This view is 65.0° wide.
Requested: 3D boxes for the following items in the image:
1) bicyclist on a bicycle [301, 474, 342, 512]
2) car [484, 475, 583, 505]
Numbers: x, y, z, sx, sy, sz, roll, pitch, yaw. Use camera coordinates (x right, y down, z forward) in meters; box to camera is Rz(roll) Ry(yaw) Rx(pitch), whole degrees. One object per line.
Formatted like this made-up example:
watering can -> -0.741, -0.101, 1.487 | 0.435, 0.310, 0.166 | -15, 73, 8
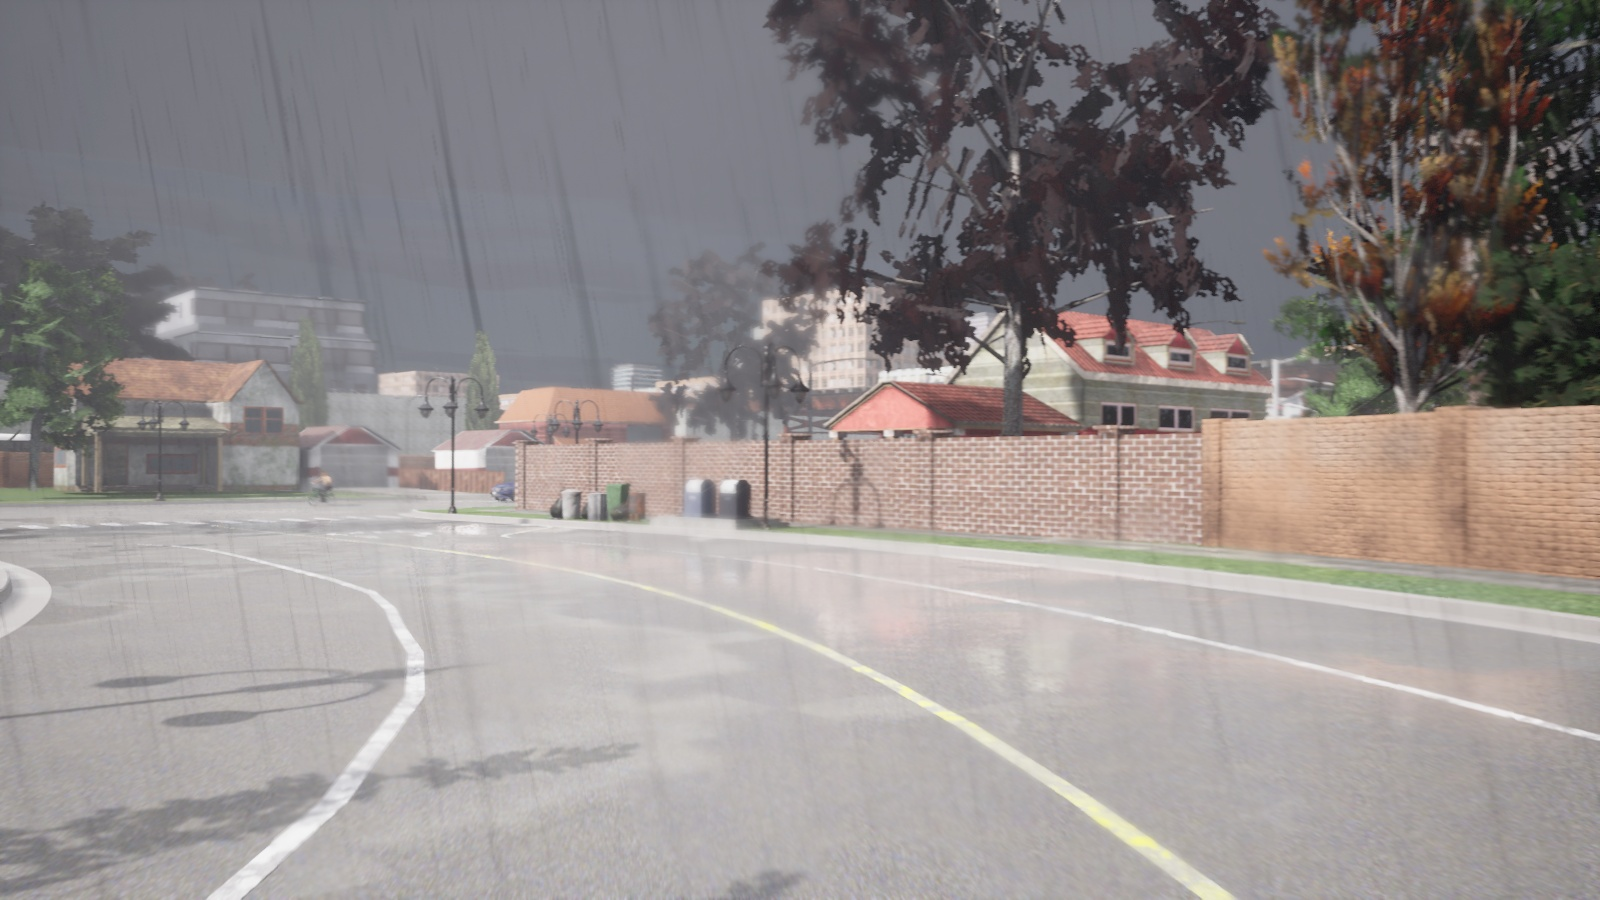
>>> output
bicyclist on a bicycle -> -21.291, 1.893, 55.879 | 0.866, 1.612, 1.509 | 1, 0, 28
car -> -13.638, 2.038, 64.493 | 4.674, 1.442, 1.812 | 0, -1, -41
